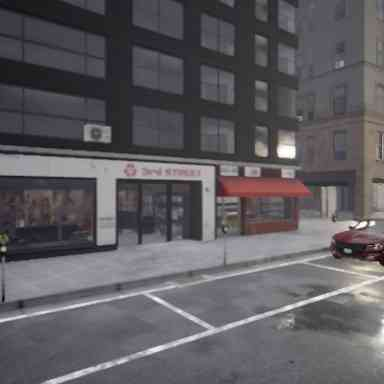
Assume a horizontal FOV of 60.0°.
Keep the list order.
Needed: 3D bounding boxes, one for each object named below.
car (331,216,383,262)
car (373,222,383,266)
[{"bbox_3d":[6.516,1.515,11.292,4.507,1.381,1.887,0,0,-35],"label":"car"},{"bbox_3d":[6.619,1.480,8.099,4.892,1.490,1.837,0,0,-35],"label":"car"}]
